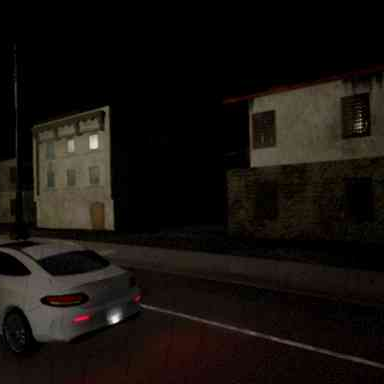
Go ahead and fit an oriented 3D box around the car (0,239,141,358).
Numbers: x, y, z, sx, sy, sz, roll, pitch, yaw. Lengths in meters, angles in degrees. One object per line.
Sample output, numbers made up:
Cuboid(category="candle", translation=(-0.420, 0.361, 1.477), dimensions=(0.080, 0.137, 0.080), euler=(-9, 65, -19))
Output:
Cuboid(category="car", translation=(-2.982, 1.610, 6.103), dimensions=(4.674, 1.442, 1.812), euler=(-1, -1, 36))
